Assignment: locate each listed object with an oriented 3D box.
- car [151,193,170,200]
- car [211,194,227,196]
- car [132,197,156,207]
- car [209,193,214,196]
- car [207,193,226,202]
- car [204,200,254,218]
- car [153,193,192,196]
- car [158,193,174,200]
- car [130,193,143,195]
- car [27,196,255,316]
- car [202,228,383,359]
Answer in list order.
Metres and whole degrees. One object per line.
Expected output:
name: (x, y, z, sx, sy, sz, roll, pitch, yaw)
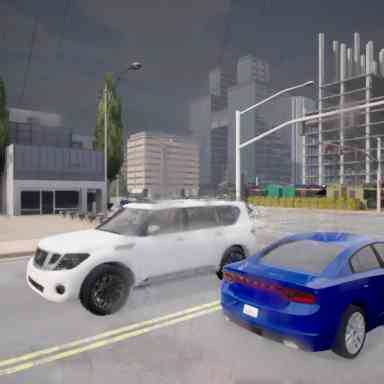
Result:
car: (-8.451, 1.153, 89.487, 4.605, 1.855, 1.932, 0, 0, -38)
car: (4.527, 1.351, 35.493, 2.097, 1.767, 4.553, 0, 0, -36)
car: (-7.524, 1.564, 52.015, 1.994, 1.385, 4.181, 0, 0, -36)
car: (0.764, 1.351, 52.847, 2.097, 1.767, 4.553, 0, 0, -36)
car: (5.279, 1.155, 71.640, 3.866, 1.878, 1.905, 0, 0, -38)
car: (3.370, 1.506, 31.140, 1.837, 1.490, 4.892, 0, 0, -36)
car: (-2.748, 1.221, 39.520, 2.150, 2.045, 5.566, 0, 0, -36)
car: (-6.728, 1.155, 87.162, 3.866, 1.878, 1.905, 0, 0, -38)
car: (-12.121, 1.224, 70.345, 2.150, 2.045, 5.566, 0, 0, -36)
car: (-0.801, 1.221, 7.954, 5.566, 2.045, 2.150, 0, 0, -39)
car: (2.744, 1.478, 6.100, 5.008, 1.535, 1.882, 0, 0, -38)
